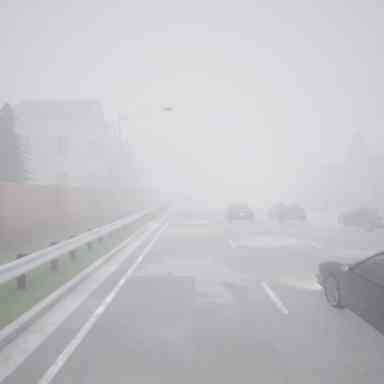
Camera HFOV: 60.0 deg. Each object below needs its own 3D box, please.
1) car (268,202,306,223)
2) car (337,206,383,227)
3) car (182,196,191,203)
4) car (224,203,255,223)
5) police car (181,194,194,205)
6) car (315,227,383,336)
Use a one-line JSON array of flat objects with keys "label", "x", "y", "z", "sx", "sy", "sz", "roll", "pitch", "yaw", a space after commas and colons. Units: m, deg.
[{"label": "car", "x": 7.106, "y": 1.492, "z": 25.249, "sx": 2.128, "sy": 1.511, "sz": 4.902, "roll": 0, "pitch": 0, "yaw": 0}, {"label": "car", "x": 10.605, "y": 1.548, "z": 19.792, "sx": 2.033, "sy": 1.411, "sz": 5.357, "roll": 0, "pitch": 0, "yaw": 0}, {"label": "car", "x": -1.035, "y": 1.527, "z": 69.763, "sx": 1.812, "sy": 1.442, "sz": 4.674, "roll": 0, "pitch": 0, "yaw": 0}, {"label": "car", "x": 3.607, "y": 1.564, "z": 25.964, "sx": 1.994, "sy": 1.385, "sz": 4.181, "roll": 0, "pitch": 0, "yaw": 0}, {"label": "police car", "x": -1.037, "y": 1.426, "z": 59.873, "sx": 1.930, "sy": 1.638, "sz": 5.238, "roll": 0, "pitch": 0, "yaw": 0}, {"label": "car", "x": 3.601, "y": 1.547, "z": 4.795, "sx": 2.033, "sy": 1.411, "sz": 5.357, "roll": 0, "pitch": 0, "yaw": 0}]
